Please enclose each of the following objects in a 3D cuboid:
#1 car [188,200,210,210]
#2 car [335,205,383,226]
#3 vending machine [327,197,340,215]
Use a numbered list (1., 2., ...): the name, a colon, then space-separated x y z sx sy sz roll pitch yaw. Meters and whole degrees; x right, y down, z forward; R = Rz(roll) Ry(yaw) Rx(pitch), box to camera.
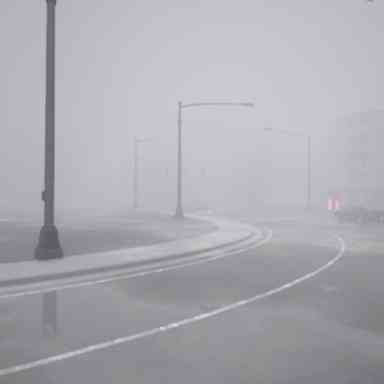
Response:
1. car: 1.019 1.911 49.813 1.882 1.535 5.008 1 -1 -22
2. car: 13.421 1.780 26.606 1.882 1.535 5.008 0 0 -9
3. vending machine: 16.880 1.629 39.636 1.100 2.100 0.880 1 -1 -22
